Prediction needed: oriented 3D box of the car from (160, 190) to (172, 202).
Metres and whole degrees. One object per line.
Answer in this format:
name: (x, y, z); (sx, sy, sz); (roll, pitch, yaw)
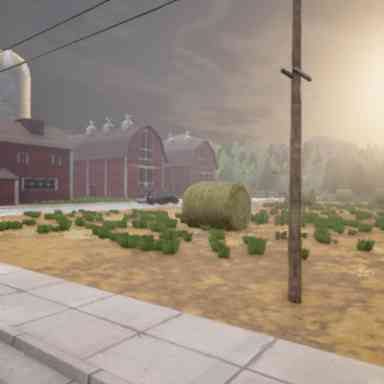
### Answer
car: (-4.835, 0.745, 61.579); (1.905, 1.878, 3.866); (6, 1, -8)

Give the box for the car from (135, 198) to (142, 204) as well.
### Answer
car: (-6.676, 1.242, 51.650); (1.895, 1.301, 4.718); (1, 0, 35)

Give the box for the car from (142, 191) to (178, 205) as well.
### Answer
car: (-4.310, 0.896, 48.836); (2.150, 2.045, 5.566); (1, 0, 35)
